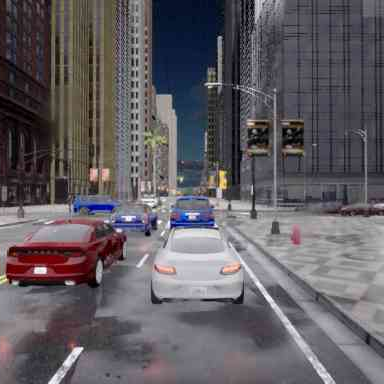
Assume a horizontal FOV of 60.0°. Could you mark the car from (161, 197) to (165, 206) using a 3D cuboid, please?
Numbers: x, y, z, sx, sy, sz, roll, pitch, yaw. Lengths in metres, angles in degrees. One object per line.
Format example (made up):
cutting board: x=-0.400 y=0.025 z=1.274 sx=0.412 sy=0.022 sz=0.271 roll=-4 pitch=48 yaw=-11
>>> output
car: x=-6.525 y=1.802 z=60.630 sx=1.837 sy=1.490 sz=4.892 roll=0 pitch=0 yaw=1

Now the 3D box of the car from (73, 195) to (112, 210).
car: x=-8.630 y=1.325 z=32.241 sx=5.566 sy=2.045 sz=2.150 roll=0 pitch=0 yaw=-1

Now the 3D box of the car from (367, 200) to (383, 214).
car: x=21.778 y=1.566 z=35.977 sx=4.674 sy=1.442 sz=1.812 roll=0 pitch=-1 yaw=-1

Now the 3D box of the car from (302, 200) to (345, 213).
car: x=15.213 y=1.660 z=38.635 sx=4.313 sy=1.339 sz=1.947 roll=0 pitch=0 yaw=-1

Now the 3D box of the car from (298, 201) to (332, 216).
car: x=13.700 y=1.577 z=32.660 sx=5.357 sy=1.411 sz=2.033 roll=0 pitch=-1 yaw=-1

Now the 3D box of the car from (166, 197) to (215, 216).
car: x=0.039 y=1.256 z=17.722 sx=2.150 sy=2.045 sz=5.566 roll=0 pitch=0 yaw=1

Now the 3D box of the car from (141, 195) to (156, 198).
car: x=-6.561 y=1.450 z=50.918 sx=2.150 sy=2.045 sz=5.566 roll=0 pitch=0 yaw=0

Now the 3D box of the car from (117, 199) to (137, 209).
car: x=-9.810 y=1.776 z=50.877 sx=2.033 sy=1.411 sz=5.357 roll=0 pitch=0 yaw=0

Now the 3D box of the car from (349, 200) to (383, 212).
car: x=20.853 y=1.641 z=38.719 sx=4.313 sy=1.339 sz=1.947 roll=0 pitch=0 yaw=-1

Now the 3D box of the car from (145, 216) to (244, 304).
car: x=0.105 y=1.534 z=8.020 sx=1.812 sy=1.442 sz=4.674 roll=0 pitch=0 yaw=0

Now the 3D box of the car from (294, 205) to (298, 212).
car: x=13.224 y=1.633 z=35.852 sx=4.181 sy=1.385 sz=1.994 roll=0 pitch=-1 yaw=-1

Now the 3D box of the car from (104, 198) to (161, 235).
car: x=-3.136 y=1.390 z=18.619 sx=2.097 sy=1.767 sz=4.553 roll=0 pitch=0 yaw=0

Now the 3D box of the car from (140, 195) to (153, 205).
car: x=-9.697 y=1.606 z=71.360 sx=2.150 sy=2.045 sz=5.566 roll=0 pitch=0 yaw=0

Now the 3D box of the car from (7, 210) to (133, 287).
car: x=-3.145 y=1.488 z=9.392 sx=1.882 sy=1.535 sz=5.008 roll=0 pitch=0 yaw=0

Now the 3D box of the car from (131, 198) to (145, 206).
car: x=-9.774 y=1.824 z=60.786 sx=1.812 sy=1.442 sz=4.674 roll=0 pitch=0 yaw=1

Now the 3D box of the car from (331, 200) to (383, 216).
car: x=15.337 y=1.575 z=30.112 sx=4.206 sy=1.307 sz=1.802 roll=0 pitch=0 yaw=-1
